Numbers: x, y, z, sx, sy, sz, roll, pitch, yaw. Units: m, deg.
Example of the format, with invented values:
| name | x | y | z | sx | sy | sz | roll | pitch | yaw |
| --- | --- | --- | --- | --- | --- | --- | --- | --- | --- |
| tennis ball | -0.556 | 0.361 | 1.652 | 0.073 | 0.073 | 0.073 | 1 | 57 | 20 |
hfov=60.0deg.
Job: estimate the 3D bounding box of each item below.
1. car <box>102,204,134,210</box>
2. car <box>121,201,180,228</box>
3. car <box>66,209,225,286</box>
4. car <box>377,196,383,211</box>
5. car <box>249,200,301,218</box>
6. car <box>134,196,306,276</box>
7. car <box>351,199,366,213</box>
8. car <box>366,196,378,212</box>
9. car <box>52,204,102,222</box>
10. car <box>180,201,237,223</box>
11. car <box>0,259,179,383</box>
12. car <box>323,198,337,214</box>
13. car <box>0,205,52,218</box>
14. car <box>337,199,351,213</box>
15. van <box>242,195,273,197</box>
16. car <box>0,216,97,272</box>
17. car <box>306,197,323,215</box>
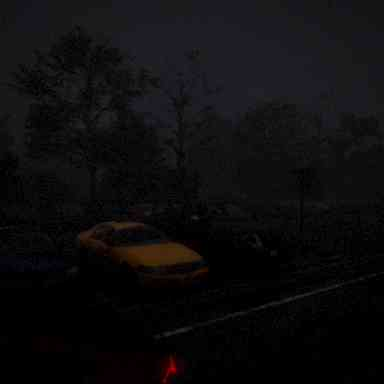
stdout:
| name | x | y | z | sx | sy | sz | roll | pitch | yaw |
| --- | --- | --- | --- | --- | --- | --- | --- | --- | --- |
| car | -5.565 | 1.546 | 22.742 | 2.163 | 1.488 | 4.792 | 0 | 0 | -36 |
| car | -3.182 | 1.521 | 24.183 | 1.946 | 1.575 | 5.366 | 0 | 0 | -36 |
| car | -1.660 | 1.501 | 9.191 | 1.946 | 1.575 | 5.366 | 0 | 0 | -36 |
| car | 21.524 | 1.636 | 42.121 | 2.163 | 1.488 | 4.792 | 0 | 0 | -36 |
| car | 7.998 | 1.599 | 32.405 | 2.002 | 1.452 | 4.674 | 0 | 0 | -36 |
| car | 0.530 | 1.260 | 10.950 | 2.435 | 2.045 | 5.566 | 0 | 0 | -36 |
| car | 17.024 | 1.589 | 38.873 | 2.097 | 1.535 | 5.008 | 0 | 0 | -36 |
| car | 19.288 | 1.599 | 40.478 | 2.231 | 1.521 | 4.892 | 0 | 0 | -36 |
| car | -7.808 | 1.511 | 21.110 | 2.231 | 1.521 | 4.892 | 0 | 0 | -36 |
| car | 1.242 | 1.567 | 27.540 | 2.163 | 1.488 | 4.792 | 0 | 0 | -36 |
| car | -2.102 | 1.562 | 2.185 | 4.181 | 1.385 | 1.994 | 0 | 0 | -35 |
| car | 12.513 | 1.614 | 35.636 | 2.002 | 1.452 | 4.674 | 0 | 0 | -36 |
| car | -10.065 | 1.503 | 19.494 | 2.097 | 1.535 | 5.008 | 0 | 0 | -36 |
| car | 14.751 | 1.456 | 37.279 | 2.185 | 1.767 | 4.553 | 0 | 0 | -36 |
| van | 5.672 | 1.326 | 30.888 | 1.878 | 1.987 | 4.442 | 0 | 0 | -36 |
| car | -4.049 | 1.537 | 7.712 | 2.002 | 1.452 | 4.674 | 0 | 0 | -36 |
| car | 10.258 | 1.566 | 34.019 | 2.097 | 1.535 | 5.008 | 0 | 0 | -36 |
